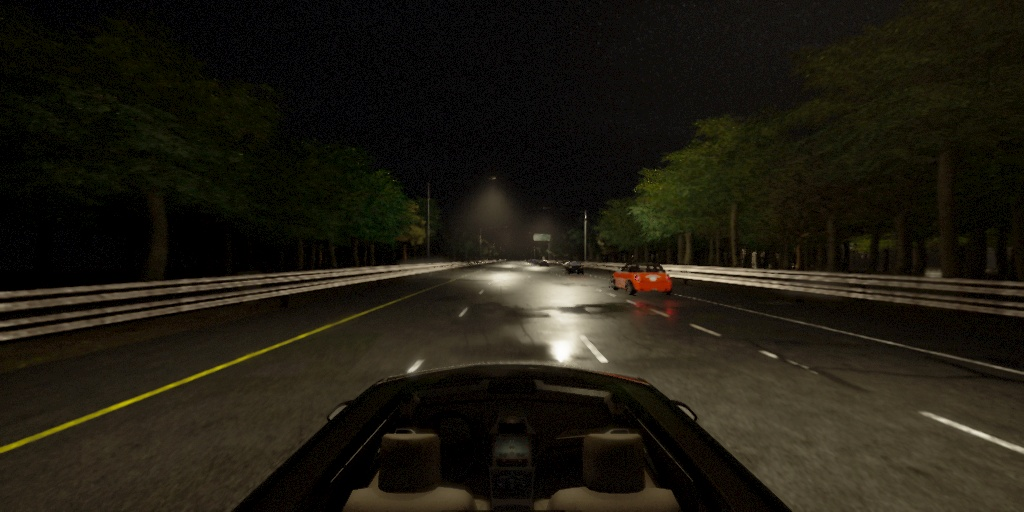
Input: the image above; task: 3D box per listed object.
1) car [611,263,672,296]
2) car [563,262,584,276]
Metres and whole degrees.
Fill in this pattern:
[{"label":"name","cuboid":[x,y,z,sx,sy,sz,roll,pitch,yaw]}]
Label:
[{"label":"car","cuboid":[7.020,1.161,19.946,2.097,1.767,4.553,0,0,0]},{"label":"car","cuboid":[7.091,1.456,41.631,2.128,1.511,4.902,0,0,0]}]
